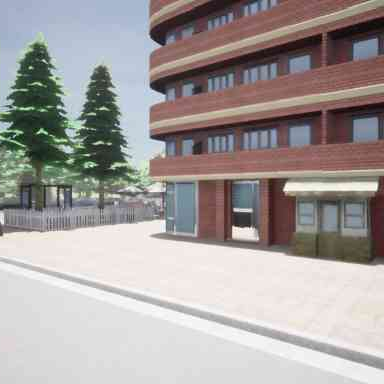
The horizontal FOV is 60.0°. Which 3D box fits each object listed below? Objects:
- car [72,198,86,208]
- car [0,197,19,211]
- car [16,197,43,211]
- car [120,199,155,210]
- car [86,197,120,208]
[{"bbox_3d":[-14.711,1.508,44.381,1.994,1.385,4.181,0,0,38],"label":"car"},{"bbox_3d":[-20.498,1.296,36.963,2.097,1.767,4.553,0,0,38],"label":"car"},{"bbox_3d":[-16.428,1.508,36.513,1.994,1.385,4.181,0,0,38],"label":"car"},{"bbox_3d":[-5.764,1.508,38.642,1.994,1.385,4.181,0,0,38],"label":"car"},{"bbox_3d":[-10.918,1.446,43.532,1.837,1.490,4.892,0,1,39],"label":"car"}]
